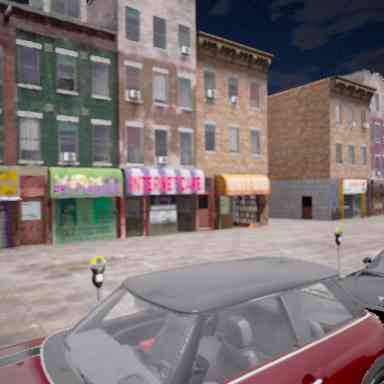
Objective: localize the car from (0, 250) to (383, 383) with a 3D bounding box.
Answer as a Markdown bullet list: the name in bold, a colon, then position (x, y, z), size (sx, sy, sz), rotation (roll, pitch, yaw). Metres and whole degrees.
- **car**: position (-0.106, 1.432, 2.748), size (4.097, 1.590, 1.967), rotation (0, 0, -36)
